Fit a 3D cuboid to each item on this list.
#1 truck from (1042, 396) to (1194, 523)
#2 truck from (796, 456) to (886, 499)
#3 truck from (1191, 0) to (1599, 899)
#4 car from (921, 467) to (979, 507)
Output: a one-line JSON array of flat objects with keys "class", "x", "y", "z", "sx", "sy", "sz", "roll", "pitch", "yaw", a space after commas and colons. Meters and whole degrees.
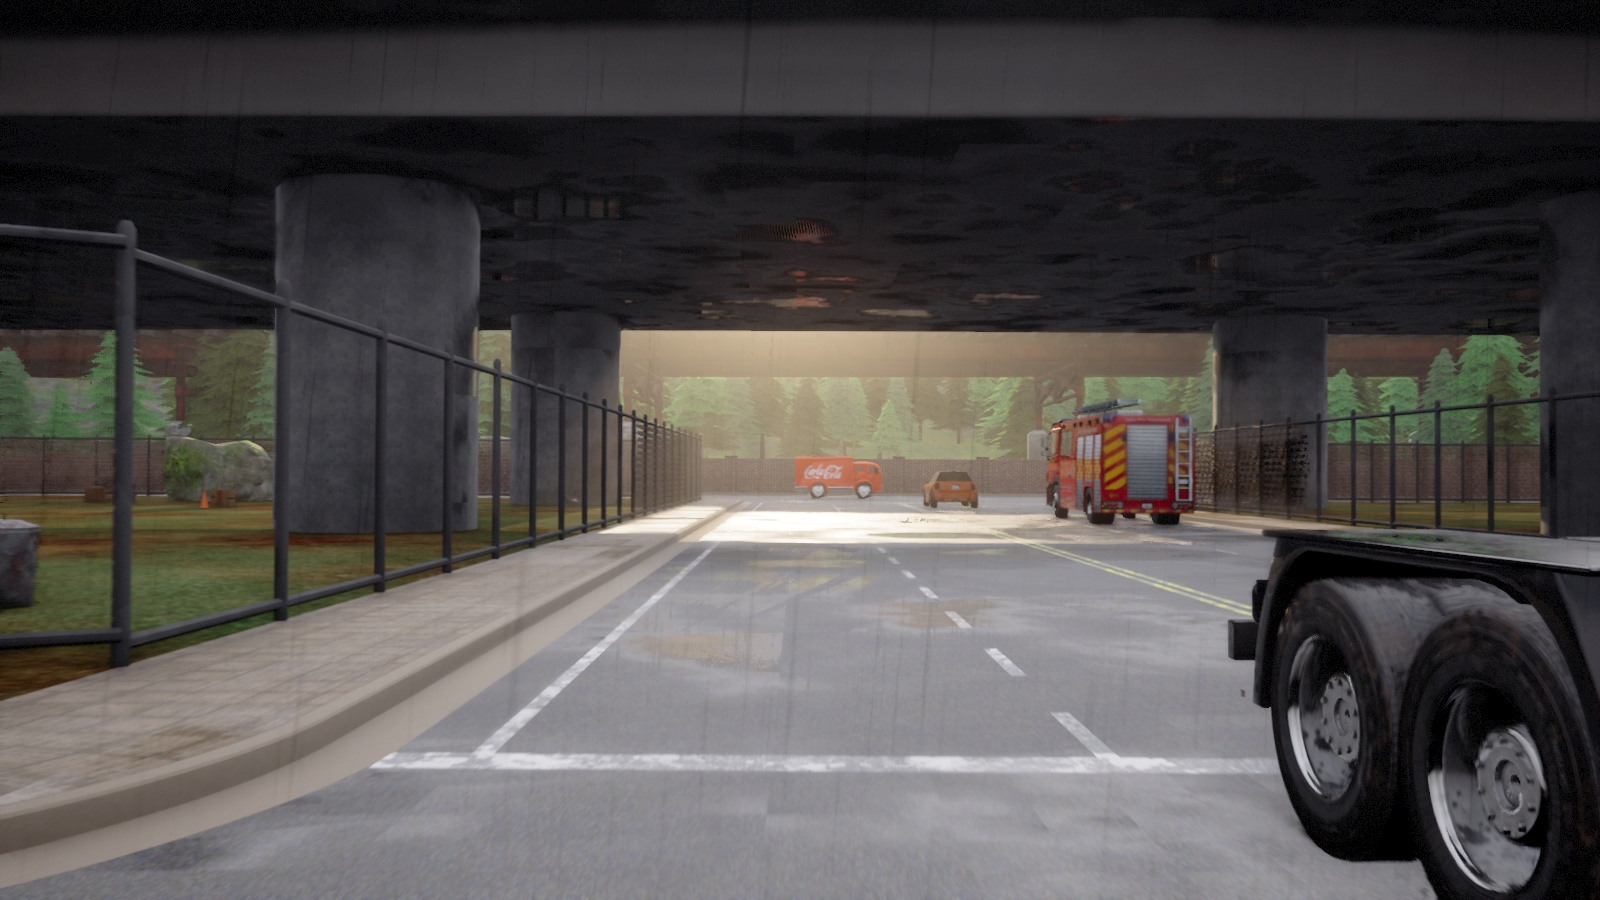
[{"class": "truck", "x": 10.392, "y": 0.368, "z": 42.090, "sx": 2.891, "sy": 3.827, "sz": 8.468, "roll": 0, "pitch": -1, "yaw": 0}, {"class": "truck", "x": 2.366, "y": 1.621, "z": 74.013, "sx": 5.204, "sy": 2.467, "sz": 2.627, "roll": 0, "pitch": -1, "yaw": 1}, {"class": "truck", "x": 3.607, "y": -0.132, "z": 2.585, "sx": 2.891, "sy": 3.462, "sz": 7.936, "roll": 0, "pitch": -1, "yaw": -2}, {"class": "car", "x": 6.857, "y": 1.673, "z": 57.717, "sx": 2.097, "sy": 1.767, "sz": 4.553, "roll": 0, "pitch": -1, "yaw": 0}]
